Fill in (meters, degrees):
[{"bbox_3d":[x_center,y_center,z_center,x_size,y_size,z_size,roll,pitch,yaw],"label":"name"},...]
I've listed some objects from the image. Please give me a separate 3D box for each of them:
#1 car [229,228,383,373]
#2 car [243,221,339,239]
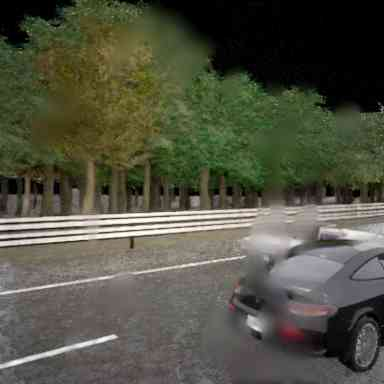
[{"bbox_3d":[2.714,1.526,5.591,4.674,1.442,1.812,0,0,-35],"label":"car"},{"bbox_3d":[3.927,1.594,10.666,4.718,1.301,1.895,0,0,-34],"label":"car"}]
